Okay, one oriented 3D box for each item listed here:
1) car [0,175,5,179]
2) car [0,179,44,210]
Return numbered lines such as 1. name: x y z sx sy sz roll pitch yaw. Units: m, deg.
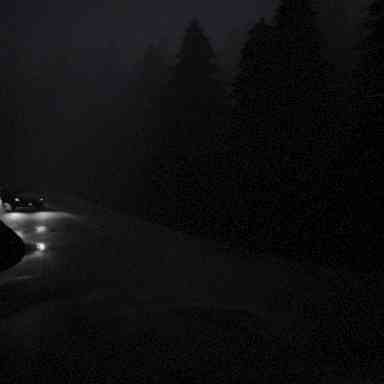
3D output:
1. car: -17.442 -0.778 29.228 2.128 1.511 4.902 0 6 -43
2. car: -11.411 0.237 22.269 1.812 1.442 4.674 0 6 -40
